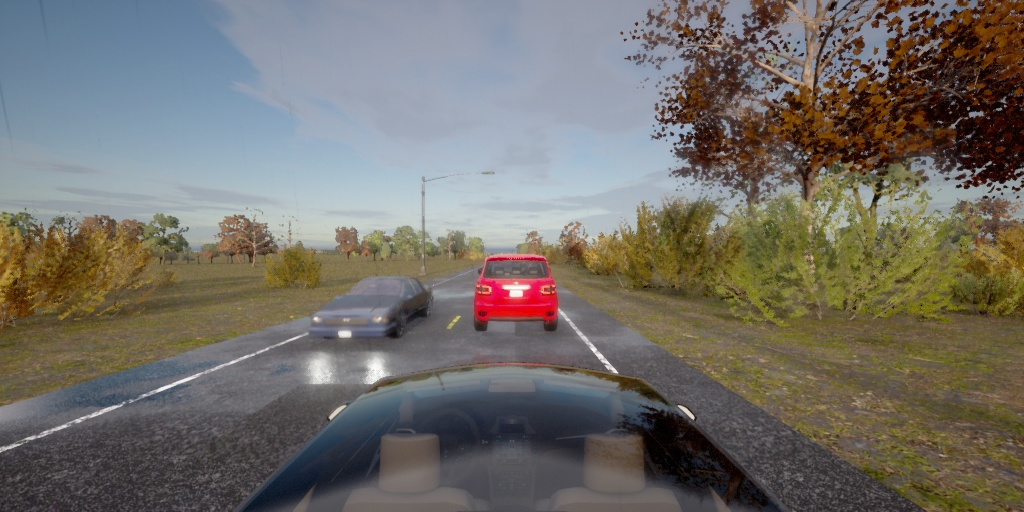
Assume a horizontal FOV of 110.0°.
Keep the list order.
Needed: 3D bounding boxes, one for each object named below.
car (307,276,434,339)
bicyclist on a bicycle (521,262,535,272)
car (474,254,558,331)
[{"bbox_3d":[-3.598,1.294,10.359,2.033,1.411,5.357,0,0,0],"label":"car"},{"bbox_3d":[0.945,1.114,18.772,0.659,1.776,1.843,0,0,0],"label":"bicyclist on a bicycle"},{"bbox_3d":[0.093,0.968,11.066,2.150,2.045,5.566,0,0,0],"label":"car"}]
